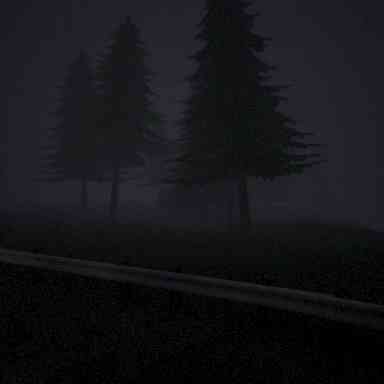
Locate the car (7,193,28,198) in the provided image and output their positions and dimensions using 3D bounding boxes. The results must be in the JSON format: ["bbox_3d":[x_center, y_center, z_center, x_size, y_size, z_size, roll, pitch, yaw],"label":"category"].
[{"bbox_3d":[-38.860,1.225,74.145,2.150,2.045,5.566,0,0,1],"label":"car"}]
